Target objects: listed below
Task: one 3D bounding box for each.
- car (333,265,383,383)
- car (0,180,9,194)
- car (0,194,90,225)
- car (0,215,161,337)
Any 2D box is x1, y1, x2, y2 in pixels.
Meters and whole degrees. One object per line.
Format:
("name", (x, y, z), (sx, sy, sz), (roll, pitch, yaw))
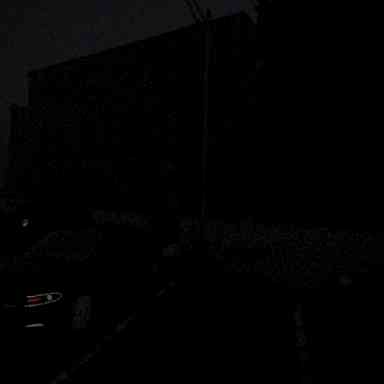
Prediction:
("car", (2.748, 1.483, 3.456), (2.097, 1.535, 5.008), (0, 0, 15))
("car", (-26.877, -0.686, 45.212), (5.566, 2.045, 2.435), (1, 6, 7))
("car", (-4.676, 1.171, 8.620), (2.435, 2.045, 5.566), (1, 0, 14))
("car", (-2.185, 1.443, 6.936), (2.097, 1.535, 5.008), (1, 0, 14))
